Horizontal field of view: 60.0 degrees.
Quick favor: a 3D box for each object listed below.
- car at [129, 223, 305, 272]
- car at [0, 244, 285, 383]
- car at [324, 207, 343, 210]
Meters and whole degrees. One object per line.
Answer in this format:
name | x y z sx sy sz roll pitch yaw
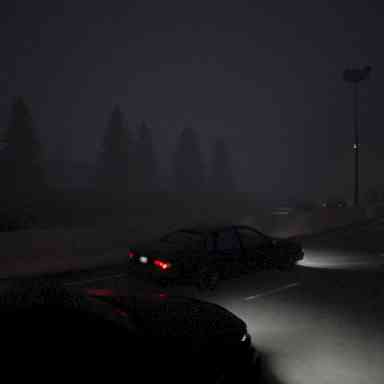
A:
car | 0.843 1.567 9.034 5.357 1.411 2.033 0 0 -40
car | -1.463 1.534 2.889 4.674 1.442 1.812 0 0 -36
car | 15.788 1.420 36.534 2.097 1.767 4.553 0 0 33
